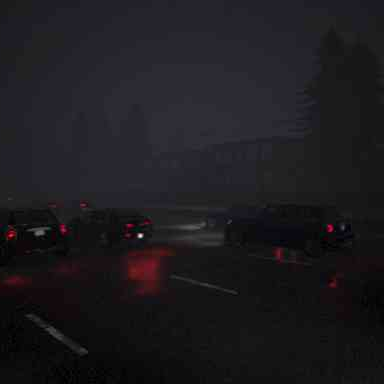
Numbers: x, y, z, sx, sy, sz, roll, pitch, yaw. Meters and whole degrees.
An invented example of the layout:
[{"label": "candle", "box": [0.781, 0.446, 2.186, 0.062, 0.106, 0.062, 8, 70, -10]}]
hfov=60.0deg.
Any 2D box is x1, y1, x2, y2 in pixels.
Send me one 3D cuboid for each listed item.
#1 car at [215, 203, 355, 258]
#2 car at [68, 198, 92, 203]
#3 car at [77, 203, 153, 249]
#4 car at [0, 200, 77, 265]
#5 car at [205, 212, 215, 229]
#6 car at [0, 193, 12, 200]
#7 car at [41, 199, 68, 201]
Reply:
[{"label": "car", "box": [3.350, 1.174, 12.216, 4.553, 1.767, 2.097, 0, 1, 45]}, {"label": "car", "box": [-10.984, 1.333, 31.403, 4.892, 1.490, 1.837, 0, 1, 45]}, {"label": "car", "box": [-3.676, 1.405, 14.271, 4.892, 1.490, 1.837, 0, 1, 45]}, {"label": "car", "box": [-6.270, 1.313, 11.912, 4.553, 1.767, 2.097, 0, 1, 45]}, {"label": "car", "box": [2.792, 1.299, 17.710, 4.674, 1.442, 1.812, 0, 1, 45]}, {"label": "car", "box": [-28.006, 1.116, 48.315, 5.566, 2.045, 2.150, 0, 1, 45]}, {"label": "car", "box": [-12.884, 1.378, 28.357, 4.902, 1.511, 2.128, 0, 1, 45]}]
